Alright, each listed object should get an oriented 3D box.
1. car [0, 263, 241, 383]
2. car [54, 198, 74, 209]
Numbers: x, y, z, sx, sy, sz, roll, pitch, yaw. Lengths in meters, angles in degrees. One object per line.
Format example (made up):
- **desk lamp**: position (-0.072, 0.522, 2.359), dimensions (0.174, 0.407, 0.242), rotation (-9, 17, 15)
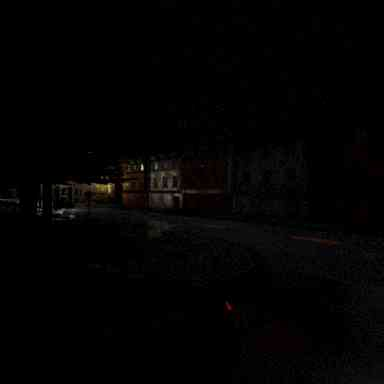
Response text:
- **car**: position (-1.469, 1.565, 3.578), dimensions (4.181, 1.385, 1.994), rotation (0, 0, -36)
- **car**: position (-17.530, 1.547, 45.386), dimensions (1.812, 1.442, 4.674), rotation (0, 0, -35)
